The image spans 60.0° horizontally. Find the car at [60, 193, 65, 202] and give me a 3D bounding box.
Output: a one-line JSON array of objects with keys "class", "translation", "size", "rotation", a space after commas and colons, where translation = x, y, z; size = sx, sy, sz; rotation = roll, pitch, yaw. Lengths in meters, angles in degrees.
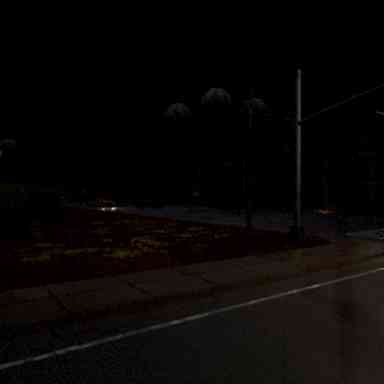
[{"class": "car", "translation": [-33.627, 1.286, 84.504], "size": [2.150, 2.045, 5.566], "rotation": [1, 0, -36]}]

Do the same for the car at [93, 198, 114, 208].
[{"class": "car", "translation": [-13.819, 1.620, 51.830], "size": [1.882, 1.535, 5.008], "rotation": [0, -1, -36]}]

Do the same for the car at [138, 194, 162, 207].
[{"class": "car", "translation": [-6.974, 1.363, 55.480], "size": [3.866, 1.878, 1.905], "rotation": [-1, 5, 11]}]

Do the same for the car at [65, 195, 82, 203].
[{"class": "car", "translation": [-26.195, 1.617, 74.454], "size": [1.882, 1.535, 5.008], "rotation": [1, 0, -36]}]
